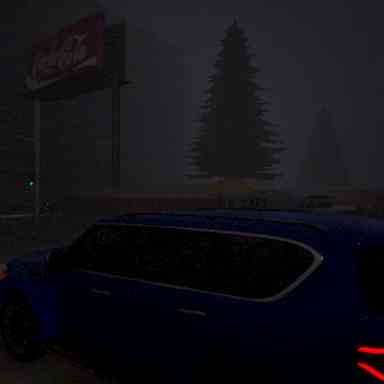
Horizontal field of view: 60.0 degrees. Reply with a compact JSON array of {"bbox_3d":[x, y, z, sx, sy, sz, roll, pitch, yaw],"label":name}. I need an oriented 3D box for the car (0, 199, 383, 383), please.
[{"bbox_3d":[-0.251,1.224,4.177,5.566,2.045,2.150,0,0,36],"label":"car"}]

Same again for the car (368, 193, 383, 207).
[{"bbox_3d":[26.613,1.285,47.798,3.988,1.617,1.851,0,0,35],"label":"car"}]

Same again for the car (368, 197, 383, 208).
[{"bbox_3d":[11.109,1.338,24.067,4.193,1.474,1.816,0,0,35],"label":"car"}]

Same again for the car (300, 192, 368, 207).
[{"bbox_3d":[9.169,1.149,22.010,3.866,1.878,1.905,0,0,35],"label":"car"}]

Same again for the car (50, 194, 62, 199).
[{"bbox_3d":[-13.988,1.220,36.246,2.150,2.045,5.566,0,0,35],"label":"car"}]

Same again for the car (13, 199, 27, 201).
[{"bbox_3d":[-18.602,1.526,35.781,1.812,1.442,4.674,0,0,35],"label":"car"}]
